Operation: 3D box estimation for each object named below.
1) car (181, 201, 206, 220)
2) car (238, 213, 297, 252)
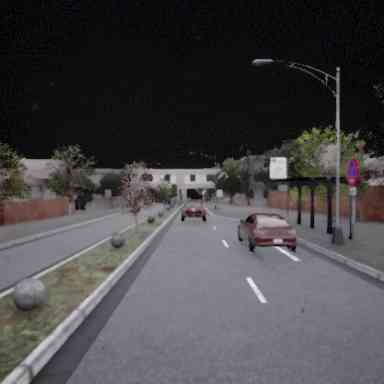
[{"bbox_3d":[0.140,1.564,30.196,2.097,1.767,4.553,0,0,0],"label":"car"},{"bbox_3d":[3.119,1.633,14.358,1.812,1.442,4.674,0,0,0],"label":"car"}]
